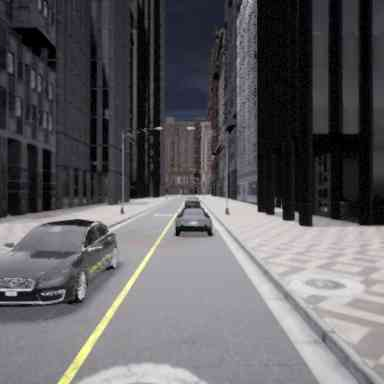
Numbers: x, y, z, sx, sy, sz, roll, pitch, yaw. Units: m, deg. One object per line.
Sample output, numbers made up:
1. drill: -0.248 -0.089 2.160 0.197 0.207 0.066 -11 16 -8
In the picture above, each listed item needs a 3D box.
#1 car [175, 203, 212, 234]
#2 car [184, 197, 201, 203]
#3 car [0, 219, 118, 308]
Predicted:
1. car: 0.087 1.516 18.677 1.994 1.385 4.181 0 0 0
2. car: 0.074 1.386 39.712 1.837 1.490 4.892 0 0 0
3. car: -3.106 1.489 8.146 1.837 1.490 4.892 0 0 0
